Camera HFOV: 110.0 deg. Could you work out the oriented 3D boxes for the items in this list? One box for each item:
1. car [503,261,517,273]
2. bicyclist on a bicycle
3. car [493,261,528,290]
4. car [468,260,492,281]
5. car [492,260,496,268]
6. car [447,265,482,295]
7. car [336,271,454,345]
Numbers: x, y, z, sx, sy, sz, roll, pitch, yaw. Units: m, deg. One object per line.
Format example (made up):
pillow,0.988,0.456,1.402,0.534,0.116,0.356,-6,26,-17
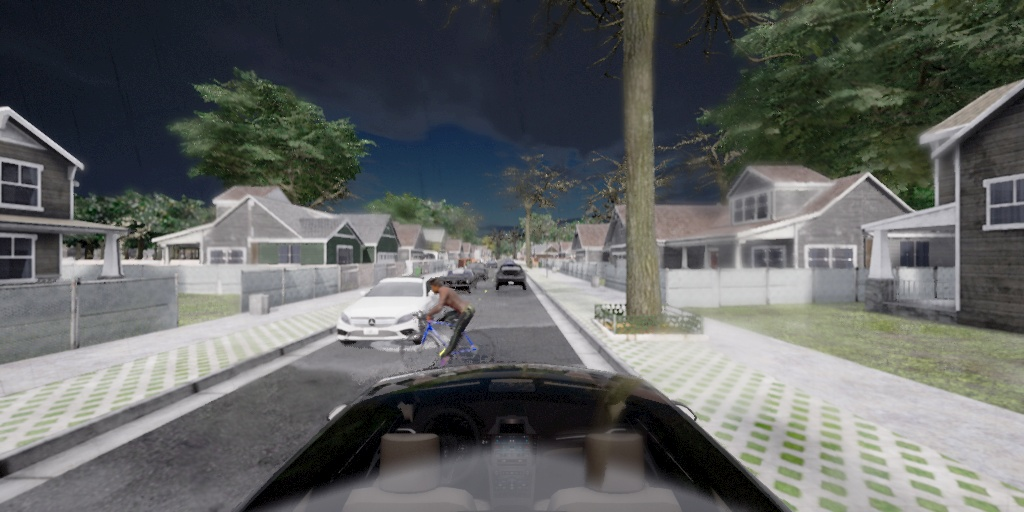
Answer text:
car,-0.265,1.370,45.983,1.812,1.442,4.674,0,0,-1
bicyclist on a bicycle,-1.154,1.208,6.326,1.656,1.620,0.582,-2,0,0
car,-0.071,1.299,23.112,1.837,1.490,4.892,0,0,0
car,-3.028,1.316,30.734,1.837,1.490,4.892,0,0,0
car,-3.285,1.415,57.463,2.033,1.411,5.357,0,0,0
car,-2.988,1.390,20.393,1.895,1.301,4.718,0,0,0
car,-2.909,1.292,9.680,1.812,1.442,4.674,0,0,-1
